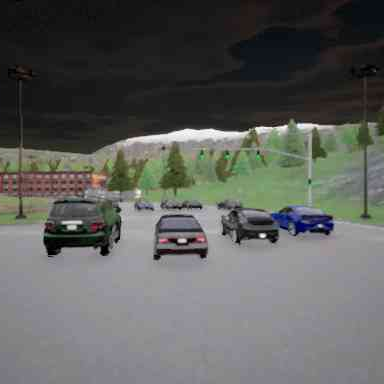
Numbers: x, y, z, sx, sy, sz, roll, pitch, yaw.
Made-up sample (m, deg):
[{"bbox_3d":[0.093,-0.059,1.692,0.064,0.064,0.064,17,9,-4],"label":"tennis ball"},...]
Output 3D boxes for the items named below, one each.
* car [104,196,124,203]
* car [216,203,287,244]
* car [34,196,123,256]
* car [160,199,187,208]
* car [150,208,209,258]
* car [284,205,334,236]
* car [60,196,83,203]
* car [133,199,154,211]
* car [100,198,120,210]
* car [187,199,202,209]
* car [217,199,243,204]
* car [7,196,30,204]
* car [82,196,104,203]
[{"bbox_3d":[-17.375,1.628,74.194,4.181,1.385,1.994,0,0,32],"label":"car"},{"bbox_3d":[2.577,1.497,15.796,1.837,1.490,4.892,0,0,-6],"label":"car"},{"bbox_3d":[-4.169,1.239,13.447,2.150,2.045,5.566,0,0,-6],"label":"car"},{"bbox_3d":[-2.710,1.563,41.960,2.033,1.411,5.357,0,0,-18],"label":"car"},{"bbox_3d":[-0.551,1.551,12.754,2.033,1.411,5.357,0,0,-6],"label":"car"},{"bbox_3d":[5.810,1.458,18.290,1.882,1.535,5.008,0,0,-7],"label":"car"},{"bbox_3d":[-25.876,1.632,71.213,4.674,1.442,1.812,0,0,25],"label":"car"},{"bbox_3d":[-5.939,1.575,40.570,2.033,1.411,5.357,0,0,-17],"label":"car"},{"bbox_3d":[-10.923,1.538,44.066,2.128,1.511,4.902,0,0,-20],"label":"car"},{"bbox_3d":[-0.168,1.570,45.072,1.994,1.385,4.181,0,0,-19],"label":"car"},{"bbox_3d":[4.712,1.534,41.526,2.033,1.411,5.357,0,0,-17],"label":"car"},{"bbox_3d":[-35.220,1.620,67.620,5.008,1.535,1.882,0,0,18],"label":"car"},{"bbox_3d":[-21.697,1.592,72.870,4.892,1.490,1.837,0,0,29],"label":"car"}]
